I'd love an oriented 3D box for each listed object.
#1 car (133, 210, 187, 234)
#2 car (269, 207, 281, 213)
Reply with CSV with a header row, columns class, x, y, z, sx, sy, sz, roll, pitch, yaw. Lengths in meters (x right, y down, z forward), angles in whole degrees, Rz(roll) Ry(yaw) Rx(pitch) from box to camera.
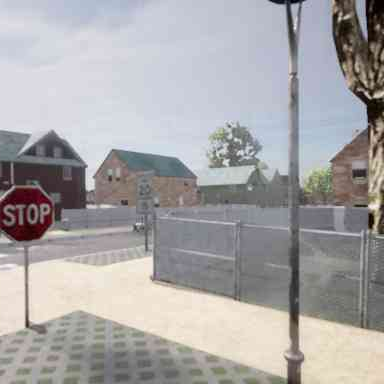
class,x,y,z,sx,sy,sz,roll,pitch,yaw
car,-1.813,1.949,22.170,2.128,1.511,4.902,-2,-3,35
car,9.612,2.446,38.244,1.812,1.442,4.674,-2,-3,36
